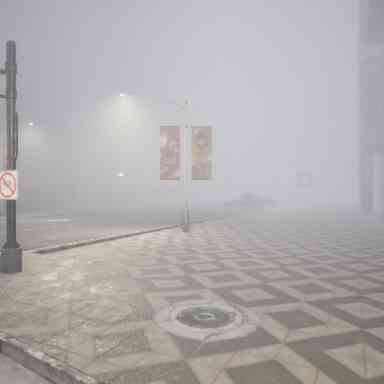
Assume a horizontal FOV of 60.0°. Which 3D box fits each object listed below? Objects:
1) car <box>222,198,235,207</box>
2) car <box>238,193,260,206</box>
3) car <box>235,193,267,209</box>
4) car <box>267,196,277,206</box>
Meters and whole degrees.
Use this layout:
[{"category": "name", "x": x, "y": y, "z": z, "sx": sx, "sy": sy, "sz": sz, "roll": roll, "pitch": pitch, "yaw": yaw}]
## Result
[{"category": "car", "x": 6.150, "y": 1.571, "z": 49.048, "sx": 1.895, "sy": 1.301, "sz": 4.718, "roll": 0, "pitch": 0, "yaw": 27}, {"category": "car", "x": 9.811, "y": 1.183, "z": 56.612, "sx": 2.150, "sy": 2.045, "sz": 5.566, "roll": 0, "pitch": 0, "yaw": 26}, {"category": "car", "x": 8.202, "y": 1.189, "z": 45.830, "sx": 2.150, "sy": 2.045, "sz": 5.566, "roll": 0, "pitch": 0, "yaw": 26}, {"category": "car", "x": 12.719, "y": 1.449, "z": 55.159, "sx": 2.128, "sy": 1.511, "sz": 4.902, "roll": 0, "pitch": 0, "yaw": 26}]
